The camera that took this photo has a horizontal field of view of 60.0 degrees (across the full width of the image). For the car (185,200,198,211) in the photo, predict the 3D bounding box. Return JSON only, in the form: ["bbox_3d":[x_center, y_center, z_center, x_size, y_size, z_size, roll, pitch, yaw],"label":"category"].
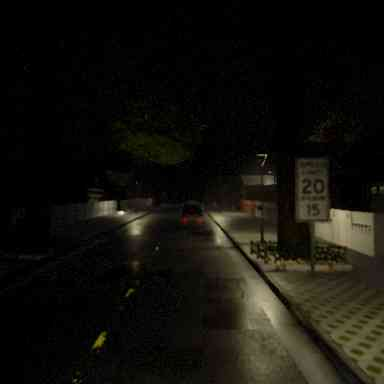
[{"bbox_3d":[-0.045,1.847,47.191,1.812,1.442,4.674,0,-1,0],"label":"car"}]

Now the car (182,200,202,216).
[{"bbox_3d":[0.001,1.660,34.603,1.882,1.535,5.008,0,0,0],"label":"car"}]
